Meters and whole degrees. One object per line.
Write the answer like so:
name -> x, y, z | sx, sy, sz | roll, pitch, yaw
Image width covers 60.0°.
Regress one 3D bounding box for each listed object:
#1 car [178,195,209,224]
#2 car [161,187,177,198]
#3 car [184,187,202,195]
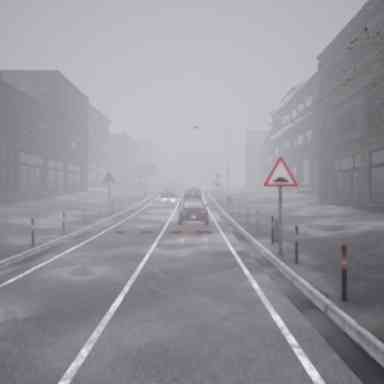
car -> 0.092, 1.185, 21.425 | 1.812, 1.442, 4.674 | 0, 2, 0
car -> -3.062, 0.054, 44.628 | 1.994, 1.385, 4.181 | 0, 3, 1
car -> 0.091, 0.173, 39.092 | 2.097, 1.767, 4.553 | 0, 4, 0
